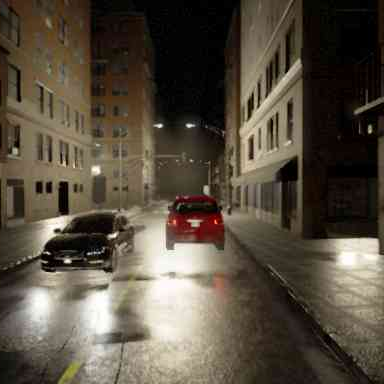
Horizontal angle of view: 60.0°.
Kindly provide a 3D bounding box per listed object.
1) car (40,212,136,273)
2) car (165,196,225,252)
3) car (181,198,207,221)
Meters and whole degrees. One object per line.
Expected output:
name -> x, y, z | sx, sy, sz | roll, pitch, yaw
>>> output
car -> -3.017, 1.453, 10.571 | 1.837, 1.490, 4.892 | 0, 0, 1
car -> 0.119, 1.154, 13.771 | 2.150, 2.045, 5.566 | 0, 1, 0
car -> 0.136, 1.348, 26.621 | 1.882, 1.535, 5.008 | 0, 0, -1
